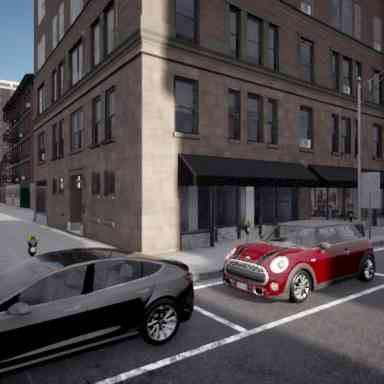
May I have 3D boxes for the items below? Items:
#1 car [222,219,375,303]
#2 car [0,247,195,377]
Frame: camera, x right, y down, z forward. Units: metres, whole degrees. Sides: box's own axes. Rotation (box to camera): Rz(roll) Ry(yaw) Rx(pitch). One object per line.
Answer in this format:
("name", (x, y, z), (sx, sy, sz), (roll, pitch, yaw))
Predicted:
("car", (2.659, 1.447, 8.135), (4.097, 1.590, 1.967), (0, 0, -36))
("car", (-1.945, 1.567, 4.805), (4.313, 1.339, 1.947), (0, 0, -36))
